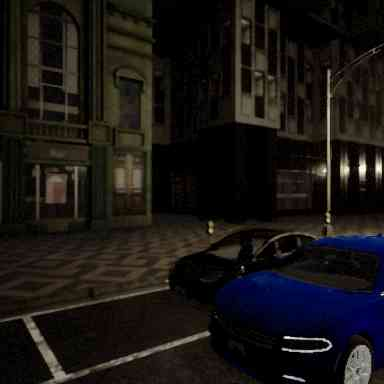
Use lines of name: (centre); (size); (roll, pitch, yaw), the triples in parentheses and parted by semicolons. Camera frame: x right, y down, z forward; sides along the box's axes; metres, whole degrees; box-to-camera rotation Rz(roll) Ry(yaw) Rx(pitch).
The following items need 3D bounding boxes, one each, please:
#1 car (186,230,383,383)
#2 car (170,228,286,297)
car: (2.532, 1.470, 5.186); (5.008, 1.535, 1.882); (0, 0, -36)
car: (1.547, 1.558, 7.750); (4.313, 1.339, 1.947); (0, 0, -36)
